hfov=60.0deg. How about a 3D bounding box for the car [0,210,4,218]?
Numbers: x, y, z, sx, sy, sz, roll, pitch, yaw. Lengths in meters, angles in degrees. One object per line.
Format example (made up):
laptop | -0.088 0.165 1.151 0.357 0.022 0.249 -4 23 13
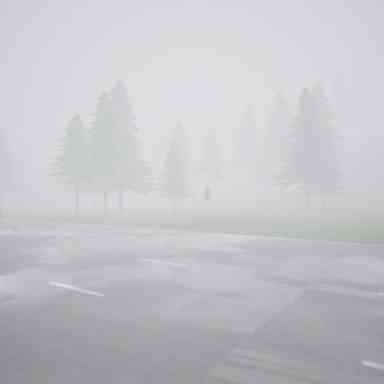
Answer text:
car | -19.368 1.957 30.570 5.357 1.411 2.033 -1 -1 36
